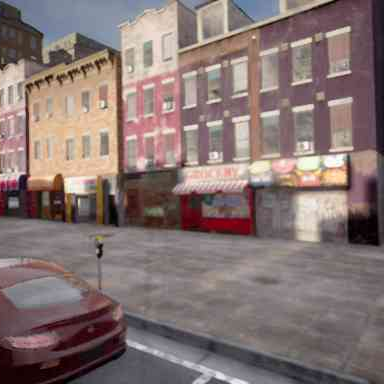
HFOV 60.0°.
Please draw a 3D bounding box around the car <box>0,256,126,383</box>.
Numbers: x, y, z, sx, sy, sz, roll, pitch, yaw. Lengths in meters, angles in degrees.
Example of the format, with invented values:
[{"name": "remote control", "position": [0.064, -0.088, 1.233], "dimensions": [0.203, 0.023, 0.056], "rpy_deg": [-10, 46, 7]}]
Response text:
[{"name": "car", "position": [-2.753, 1.610, 4.783], "dimensions": [4.206, 1.307, 1.802], "rpy_deg": [0, -1, 35]}]
